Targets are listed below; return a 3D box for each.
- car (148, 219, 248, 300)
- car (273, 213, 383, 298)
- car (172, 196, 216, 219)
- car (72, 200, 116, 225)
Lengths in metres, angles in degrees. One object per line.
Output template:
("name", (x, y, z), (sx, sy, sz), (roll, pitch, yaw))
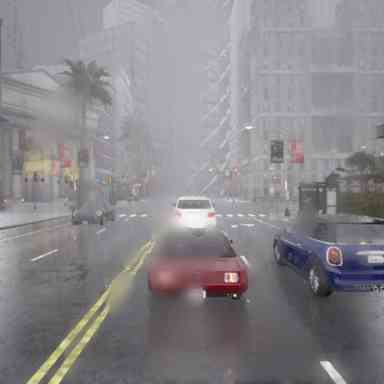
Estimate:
("car", (0.109, 1.601, 8.356), (1.895, 1.301, 4.718), (0, 0, 0))
("car", (3.620, 1.352, 8.701), (2.097, 1.767, 4.553), (0, 0, 0))
("car", (0.107, 1.221, 18.123), (2.150, 2.045, 5.566), (0, 0, 0))
("car", (-6.989, 1.405, 24.029), (2.097, 1.767, 4.553), (0, 0, 0))
